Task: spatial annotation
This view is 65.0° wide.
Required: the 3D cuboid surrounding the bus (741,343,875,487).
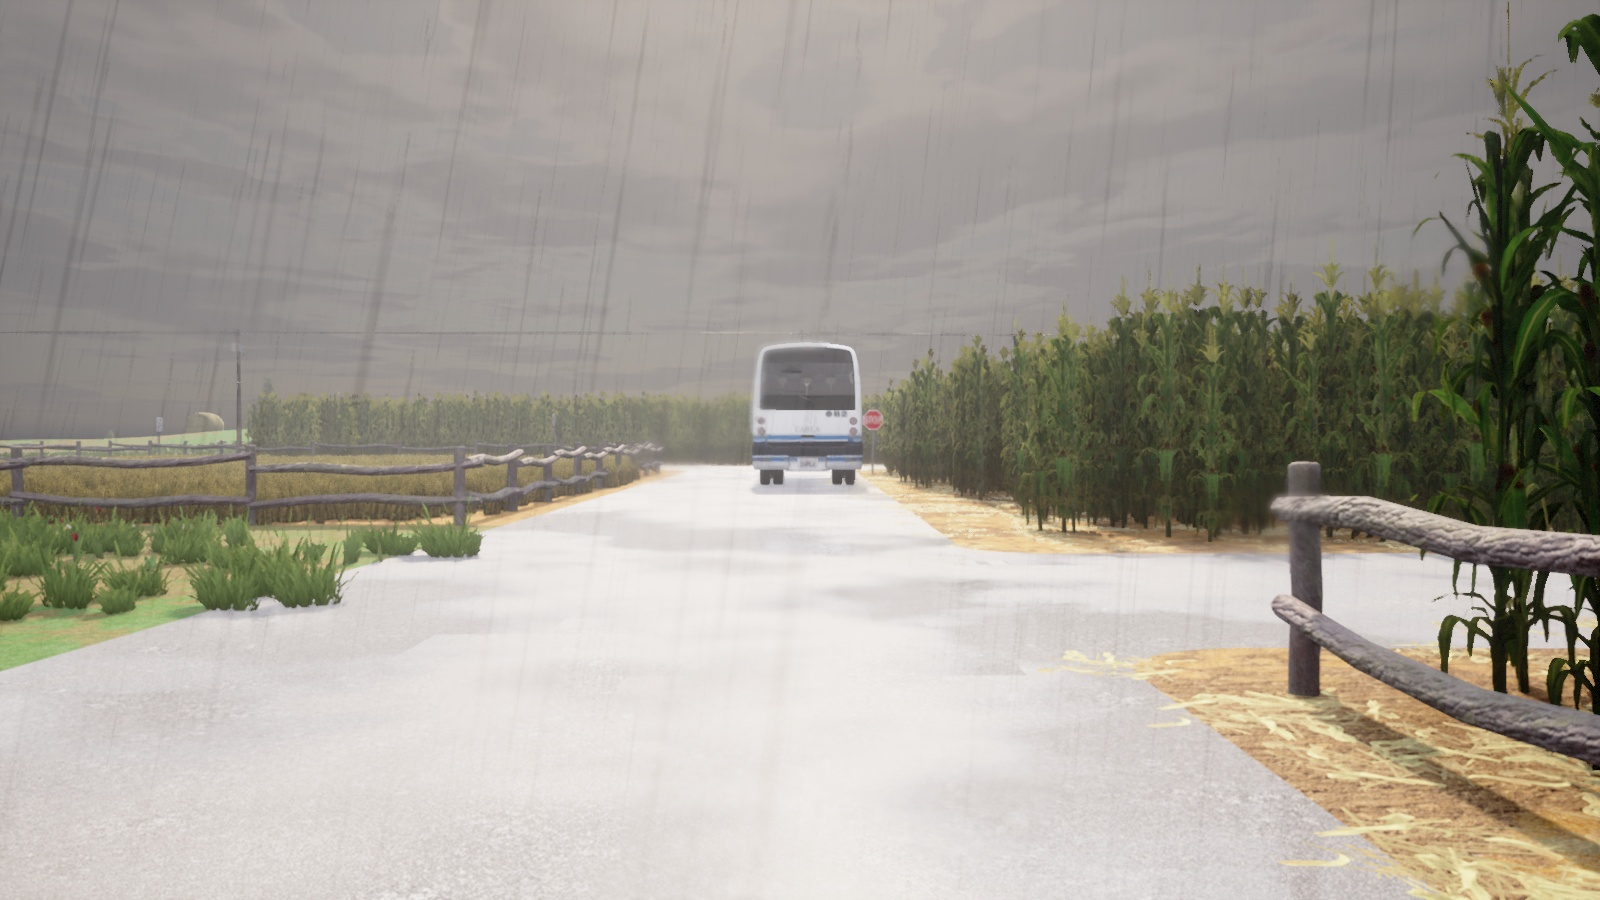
[{"bbox_3d":[0.257,-1.087,42.070,3.944,4.253,10.273,0,1,0],"label":"bus"}]
